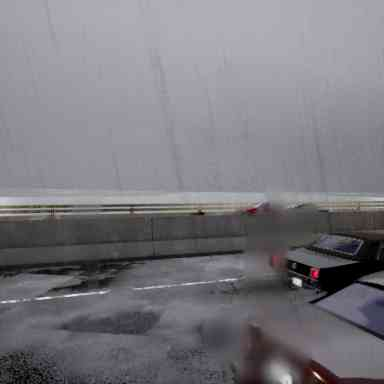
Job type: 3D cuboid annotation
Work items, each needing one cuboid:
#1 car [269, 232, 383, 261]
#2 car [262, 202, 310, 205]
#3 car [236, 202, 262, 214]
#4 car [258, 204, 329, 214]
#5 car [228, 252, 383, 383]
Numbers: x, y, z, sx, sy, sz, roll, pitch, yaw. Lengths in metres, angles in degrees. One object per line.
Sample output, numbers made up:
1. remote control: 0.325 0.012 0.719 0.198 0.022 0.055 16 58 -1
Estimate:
1. car: 4.300 1.602 7.721 4.718 1.301 1.895 0 0 -20
2. car: 7.720 1.528 24.007 4.674 1.442 1.812 0 0 -19
3. car: 5.831 1.528 27.051 4.674 1.442 1.812 0 0 -19
4. car: 6.655 1.603 19.918 4.718 1.301 1.895 0 0 -20
5. car: 3.097 1.548 3.574 5.357 1.411 2.033 0 0 -20
